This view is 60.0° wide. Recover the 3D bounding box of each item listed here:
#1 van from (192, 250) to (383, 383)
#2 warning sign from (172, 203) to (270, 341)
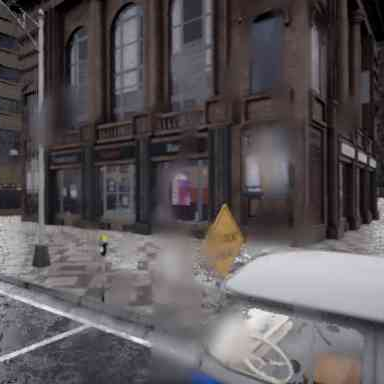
[{"bbox_3d":[1.810,1.339,1.671,3.998,1.788,1.690,0,0,36],"label":"van"},{"bbox_3d":[0.506,1.127,5.435,1.060,1.860,1.300,0,0,36],"label":"warning sign"}]
